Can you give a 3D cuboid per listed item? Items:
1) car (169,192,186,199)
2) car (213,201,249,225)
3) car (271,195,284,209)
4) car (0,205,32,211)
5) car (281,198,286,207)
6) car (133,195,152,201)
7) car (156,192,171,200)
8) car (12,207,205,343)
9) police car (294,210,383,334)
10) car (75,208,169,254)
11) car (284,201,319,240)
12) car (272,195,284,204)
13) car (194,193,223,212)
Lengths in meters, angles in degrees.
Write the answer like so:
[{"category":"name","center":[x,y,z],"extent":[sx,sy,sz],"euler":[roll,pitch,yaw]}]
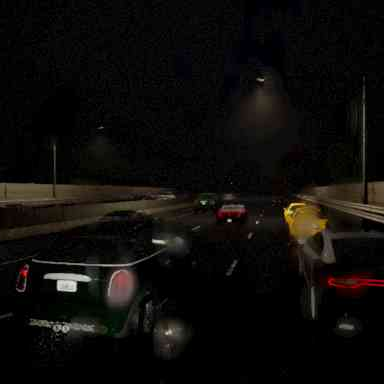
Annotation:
[{"category":"car","center":[-2.046,1.300,62.368],"extent":[2.033,1.411,5.357],"euler":[0,0,15]},{"category":"car","center":[3.018,1.573,24.060],"extent":[1.895,1.301,4.718],"euler":[0,0,14]},{"category":"car","center":[11.344,1.346,43.388],"extent":[2.128,1.511,4.902],"euler":[0,0,14]},{"category":"car","center":[-12.096,1.556,22.127],"extent":[1.994,1.385,4.181],"euler":[0,0,14]},{"category":"car","center":[7.242,1.428,22.605],"extent":[1.801,1.575,5.366],"euler":[0,0,14]},{"category":"car","center":[-9.266,1.312,62.328],"extent":[2.033,1.411,5.357],"euler":[0,0,15]},{"category":"car","center":[-5.176,0.969,64.240],"extent":[2.150,2.045,5.566],"euler":[0,0,15]},{"category":"car","center":[-1.278,1.353,6.779],"extent":[2.097,1.767,4.553],"euler":[0,0,13]},{"category":"police car","center":[3.364,1.426,7.001],"extent":[1.930,1.638,5.238],"euler":[0,0,14]},{"category":"car","center":[-2.837,1.545,15.011],"extent":[2.033,1.411,5.357],"euler":[0,0,14]},{"category":"car","center":[5.795,1.444,16.782],"extent":[1.801,1.575,5.366],"euler":[0,0,14]},{"category":"car","center":[14.700,1.259,56.965],"extent":[1.837,1.490,4.892],"euler":[0,0,14]},{"category":"car","center":[1.752,1.153,33.492],"extent":[2.150,2.045,5.566],"euler":[0,0,14]}]
